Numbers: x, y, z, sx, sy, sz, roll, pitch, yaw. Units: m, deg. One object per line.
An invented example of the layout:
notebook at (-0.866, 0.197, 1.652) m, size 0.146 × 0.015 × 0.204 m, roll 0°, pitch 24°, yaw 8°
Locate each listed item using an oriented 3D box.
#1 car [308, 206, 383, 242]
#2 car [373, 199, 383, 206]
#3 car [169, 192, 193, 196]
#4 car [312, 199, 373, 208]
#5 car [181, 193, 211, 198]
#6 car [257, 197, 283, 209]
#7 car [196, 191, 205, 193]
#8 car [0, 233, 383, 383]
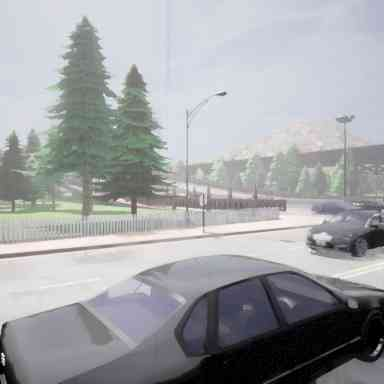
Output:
car at (6.430, 1.493, 12.831) m, size 4.902 × 1.511 × 2.128 m, roll 0°, pitch 0°, yaw -35°
car at (18.064, 1.504, 33.298) m, size 1.837 × 1.490 × 4.892 m, roll 0°, pitch 0°, yaw -37°
car at (-2.262, 0.506, 60.142) m, size 1.882 × 1.535 × 5.008 m, roll 0°, pitch 5°, yaw -37°
car at (13.962, 1.547, 31.910) m, size 2.033 × 1.411 × 5.357 m, roll 0°, pitch 0°, yaw -26°
car at (0.767, 1.307, 50.273) m, size 1.895 × 1.301 × 4.718 m, roll 0°, pitch 3°, yaw -37°
car at (9.621, 1.510, 44.400) m, size 1.812 × 1.442 × 4.674 m, roll 0°, pitch 0°, yaw -37°
car at (1.585, 0.670, 60.851) m, size 2.128 × 1.511 × 4.902 m, roll 0°, pitch 5°, yaw -37°
car at (0.551, 1.547, 4.139) m, size 5.357 × 1.411 × 2.033 m, roll 0°, pitch 0°, yaw -35°
